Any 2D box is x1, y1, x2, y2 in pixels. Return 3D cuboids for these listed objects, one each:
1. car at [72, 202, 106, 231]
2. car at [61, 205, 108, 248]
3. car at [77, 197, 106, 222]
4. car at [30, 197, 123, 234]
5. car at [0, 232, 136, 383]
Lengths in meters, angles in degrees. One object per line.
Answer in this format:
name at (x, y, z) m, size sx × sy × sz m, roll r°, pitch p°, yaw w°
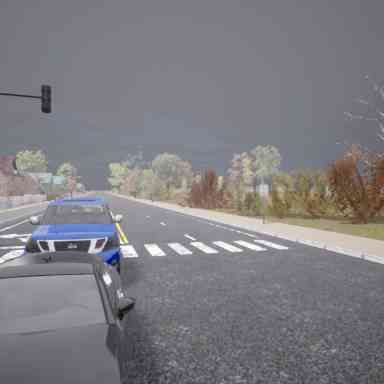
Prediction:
car at (-6.650, 1.468, 21.737) m, size 1.882 × 1.535 × 5.008 m, roll 0°, pitch 0°, yaw -16°
car at (-5.052, 1.499, 15.999) m, size 1.837 × 1.490 × 4.892 m, roll 0°, pitch 0°, yaw -16°
car at (-8.239, 1.338, 27.462) m, size 2.097 × 1.767 × 4.553 m, roll 0°, pitch 0°, yaw -16°
car at (-3.363, 1.218, 9.936) m, size 2.150 × 2.045 × 5.566 m, roll 0°, pitch 0°, yaw -16°
car at (-1.693, 1.524, 3.855) m, size 1.812 × 1.442 × 4.674 m, roll 0°, pitch 0°, yaw -13°
